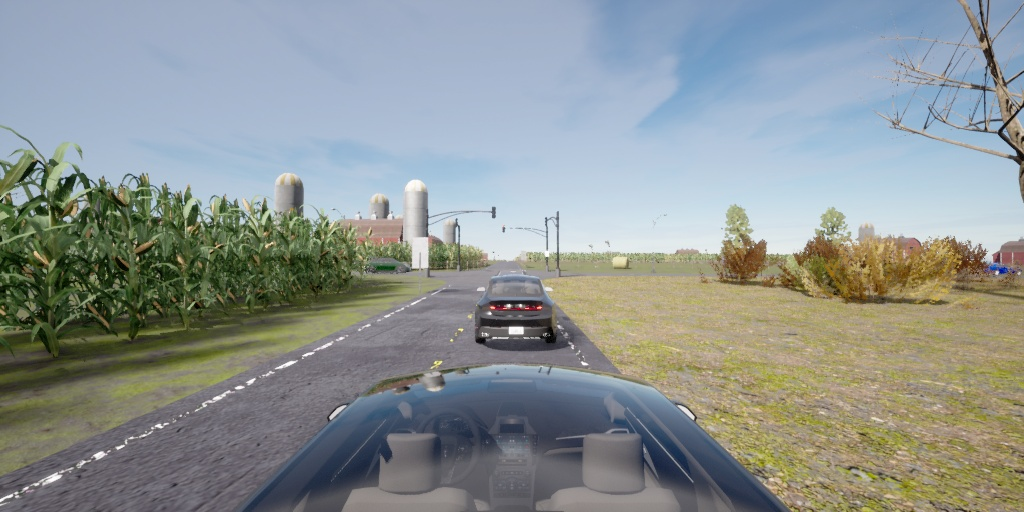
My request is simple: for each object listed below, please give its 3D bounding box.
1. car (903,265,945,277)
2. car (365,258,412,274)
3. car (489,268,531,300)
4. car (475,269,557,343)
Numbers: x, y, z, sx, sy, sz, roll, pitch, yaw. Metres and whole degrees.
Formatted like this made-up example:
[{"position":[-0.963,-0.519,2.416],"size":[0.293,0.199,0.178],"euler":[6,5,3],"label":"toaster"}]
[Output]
[{"position":[48.561,1.768,42.517],"size":[4.181,1.385,1.994],"euler":[1,-1,-5],"label":"car"},{"position":[-12.995,0.986,38.050],"size":[4.553,1.767,2.097],"euler":[1,-1,-3],"label":"car"},{"position":[0.034,1.360,18.807],"size":[1.895,1.301,4.718],"euler":[0,0,4],"label":"car"},{"position":[0.080,1.259,9.656],"size":[1.837,1.490,4.892],"euler":[0,0,0],"label":"car"}]
